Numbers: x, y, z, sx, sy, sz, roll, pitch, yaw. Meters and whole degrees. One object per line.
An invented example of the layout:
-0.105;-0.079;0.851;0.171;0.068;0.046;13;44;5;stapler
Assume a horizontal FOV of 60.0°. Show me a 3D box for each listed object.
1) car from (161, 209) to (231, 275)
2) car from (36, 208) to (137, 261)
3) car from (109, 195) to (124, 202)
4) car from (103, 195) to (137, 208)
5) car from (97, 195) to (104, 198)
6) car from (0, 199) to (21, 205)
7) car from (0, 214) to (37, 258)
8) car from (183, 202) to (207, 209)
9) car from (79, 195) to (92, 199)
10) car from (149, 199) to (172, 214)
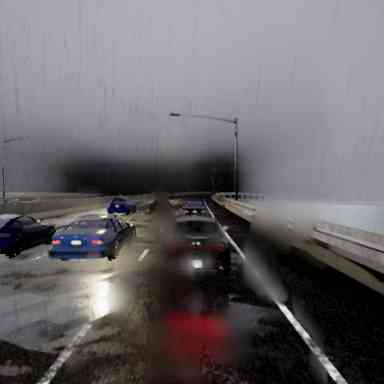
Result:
0.118;1.488;10.400;1.837;1.490;4.892;0;0;0;car
-3.368;1.527;12.225;2.033;1.411;5.357;0;0;0;car
-16.496;1.386;73.176;2.033;1.411;5.357;0;0;2;car
-6.693;1.292;32.153;2.097;1.767;4.553;0;0;1;car
-19.972;1.344;74.108;1.812;1.442;4.674;0;0;2;car
-17.404;1.436;30.790;2.128;1.511;4.902;0;0;1;car
-6.867;1.543;12.689;1.994;1.385;4.181;0;0;0;car
0.248;1.498;27.182;2.033;1.411;5.357;0;0;1;car
-23.494;1.401;73.375;1.994;1.385;4.181;0;0;2;car
-3.168;1.413;34.075;1.882;1.535;5.008;0;0;1;car
